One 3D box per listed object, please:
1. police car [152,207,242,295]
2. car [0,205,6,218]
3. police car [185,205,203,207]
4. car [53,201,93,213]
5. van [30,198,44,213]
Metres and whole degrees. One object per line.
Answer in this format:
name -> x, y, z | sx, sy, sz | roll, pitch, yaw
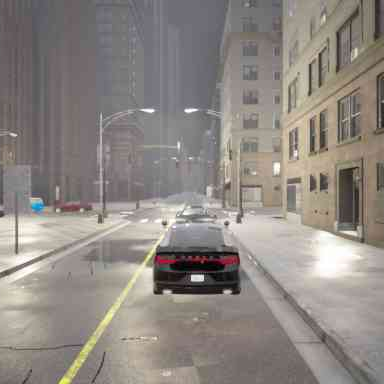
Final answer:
police car -> 0.105, 1.427, 8.877 | 1.930, 1.638, 5.238 | 0, 0, 0
car -> -19.618, 1.524, 30.547 | 5.009, 1.841, 2.192 | -1, 0, 0
police car -> 0.117, 1.510, 18.482 | 2.038, 1.542, 4.974 | 0, 0, 0
car -> -13.965, 1.727, 39.051 | 4.507, 1.381, 1.887 | -1, 0, 0
van -> -19.592, 1.591, 39.073 | 3.998, 1.788, 1.690 | -1, 0, 0
